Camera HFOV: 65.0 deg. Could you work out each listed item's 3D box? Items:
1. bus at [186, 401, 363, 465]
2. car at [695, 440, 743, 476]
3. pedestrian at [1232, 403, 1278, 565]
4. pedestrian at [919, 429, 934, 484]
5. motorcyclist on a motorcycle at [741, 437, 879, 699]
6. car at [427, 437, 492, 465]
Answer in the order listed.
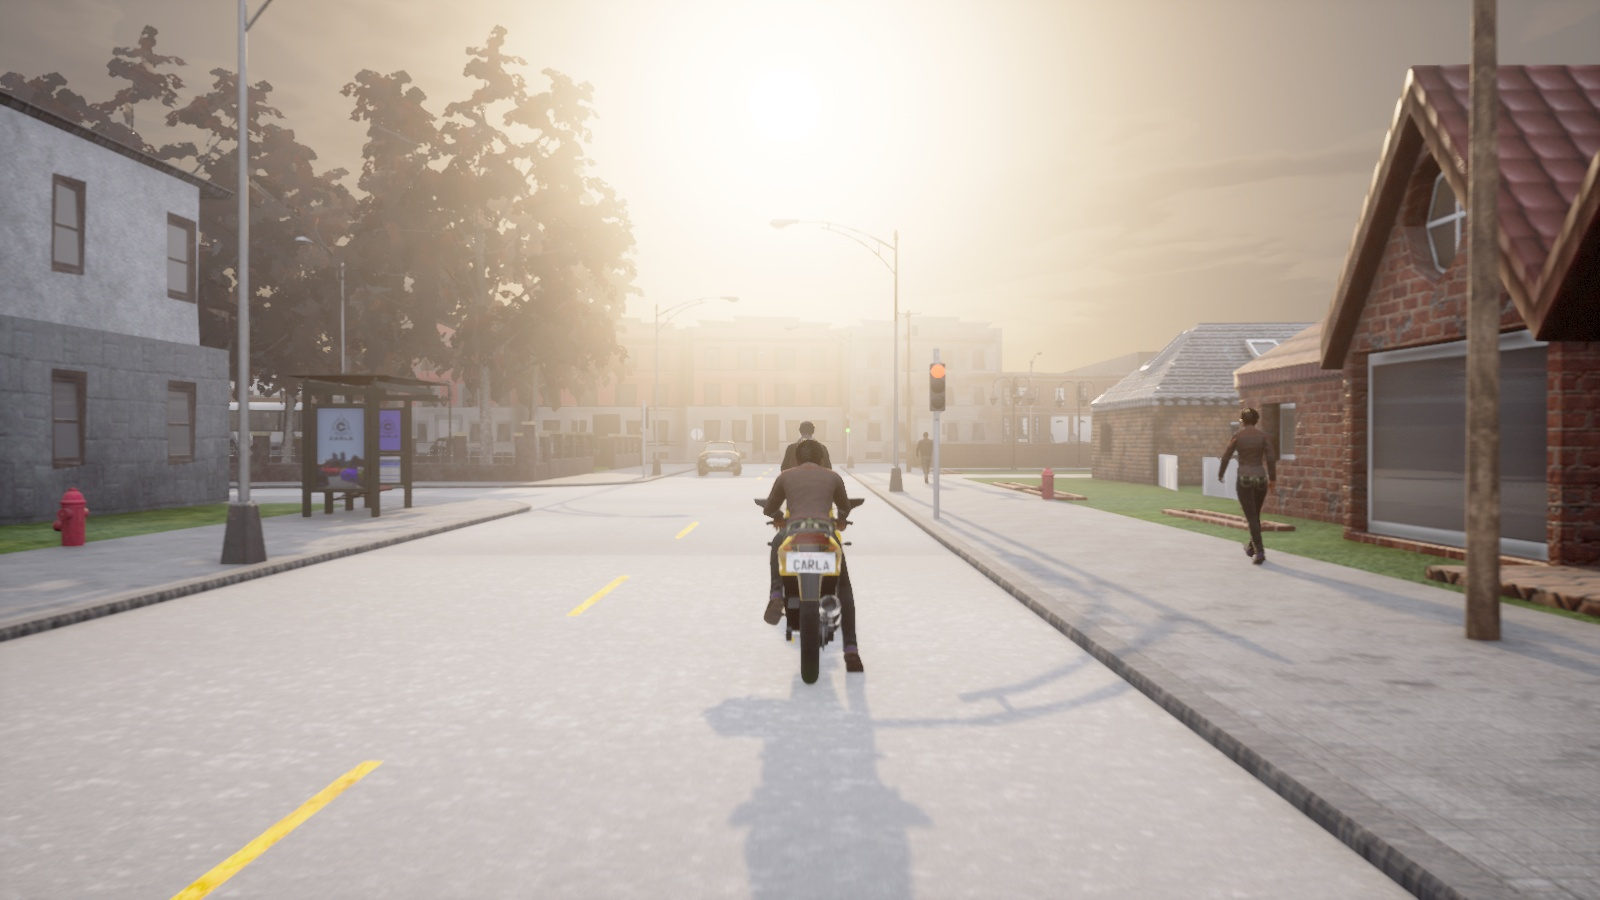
[{"bbox_3d":[-35.236,-1.135,84.559,10.273,4.253,3.944,0,0,1],"label":"bus"},{"bbox_3d":[-3.721,0.343,58.593,2.033,1.649,4.856,0,0,-1],"label":"car"},{"bbox_3d":[5.233,0.379,14.466,0.328,1.805,0.869,0,0,8],"label":"pedestrian"},{"bbox_3d":[4.312,0.217,42.813,0.431,1.840,0.703,0,0,0],"label":"pedestrian"},{"bbox_3d":[0.063,0.682,8.316,0.797,1.523,2.044,0,0,0],"label":"motorcyclist on a motorcycle"},{"bbox_3d":[-22.880,0.048,84.519,3.866,1.878,1.905,0,0,1],"label":"car"}]
